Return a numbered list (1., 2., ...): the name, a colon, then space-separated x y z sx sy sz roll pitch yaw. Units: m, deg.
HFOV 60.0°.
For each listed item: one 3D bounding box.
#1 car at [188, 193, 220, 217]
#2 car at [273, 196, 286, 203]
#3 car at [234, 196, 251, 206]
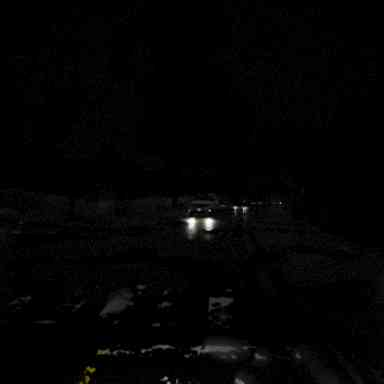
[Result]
1. car: 1.260 1.175 31.761 2.150 2.045 5.566 0 0 14
2. car: 19.948 1.723 75.708 1.812 1.442 4.674 0 -1 32
3. car: 7.997 1.454 52.545 1.837 1.490 4.892 -1 -1 22
